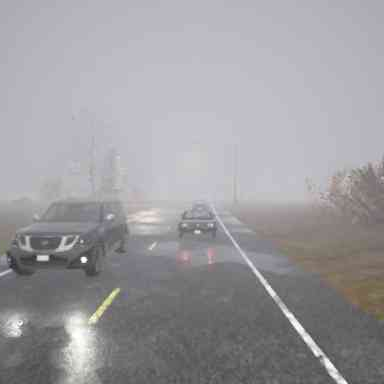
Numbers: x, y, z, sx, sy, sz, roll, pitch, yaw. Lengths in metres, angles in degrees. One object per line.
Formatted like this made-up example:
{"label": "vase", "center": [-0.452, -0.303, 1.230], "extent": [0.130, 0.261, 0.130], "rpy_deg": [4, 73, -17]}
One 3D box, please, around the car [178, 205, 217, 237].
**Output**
{"label": "car", "center": [0.310, 1.601, 18.013], "extent": [1.895, 1.301, 4.718], "rpy_deg": [0, 0, 1]}

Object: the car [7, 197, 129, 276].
{"label": "car", "center": [-3.510, 1.219, 10.678], "extent": [2.150, 2.045, 5.566], "rpy_deg": [0, 0, 1]}

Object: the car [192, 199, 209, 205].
{"label": "car", "center": [0.898, 1.524, 35.701], "extent": [1.812, 1.442, 4.674], "rpy_deg": [0, 0, 2]}
